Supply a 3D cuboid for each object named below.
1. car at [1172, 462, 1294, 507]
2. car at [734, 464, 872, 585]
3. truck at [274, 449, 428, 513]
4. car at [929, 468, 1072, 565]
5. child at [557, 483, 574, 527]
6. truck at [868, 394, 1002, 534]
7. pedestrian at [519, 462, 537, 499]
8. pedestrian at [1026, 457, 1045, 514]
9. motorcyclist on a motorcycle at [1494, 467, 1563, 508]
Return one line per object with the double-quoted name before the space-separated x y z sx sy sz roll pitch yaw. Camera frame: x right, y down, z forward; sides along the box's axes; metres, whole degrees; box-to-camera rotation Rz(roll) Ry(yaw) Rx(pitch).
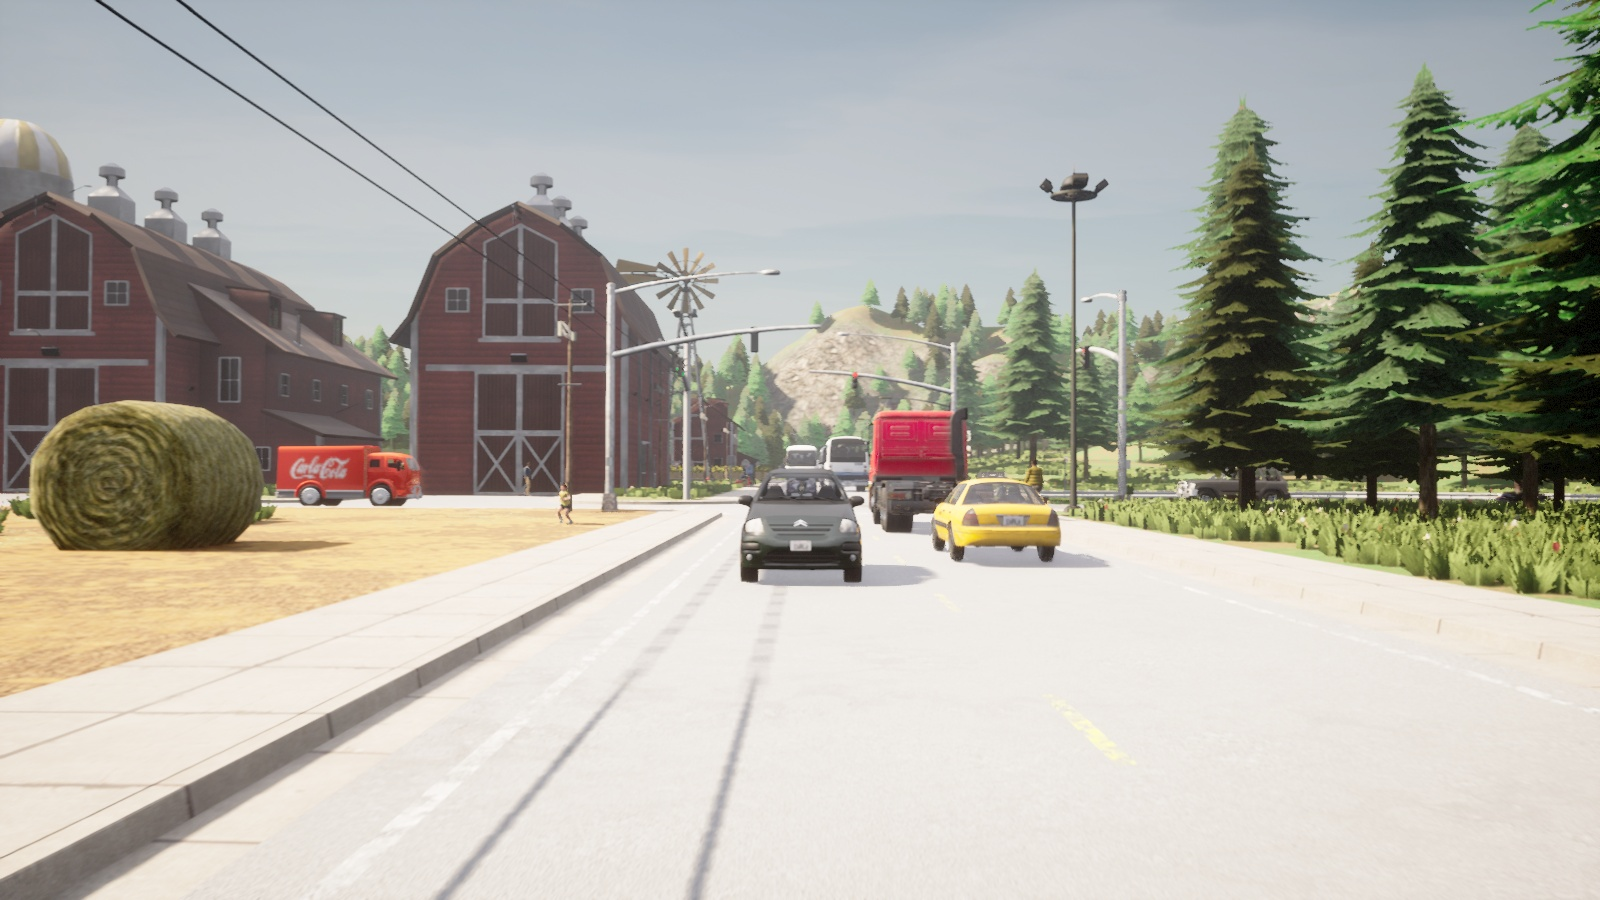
"car" 18.627 1.469 54.148 4.605 1.855 1.932 0 -1 -1
"car" 0.039 1.037 18.912 1.851 1.617 3.988 0 -1 0
"truck" -17.809 1.216 50.067 5.204 2.467 2.627 0 -1 -1
"car" 3.548 1.138 23.183 1.801 1.575 5.366 0 -1 0
"child" -6.008 1.400 32.180 0.255 1.110 0.394 -1 -1 24
"truck" 3.569 0.421 35.103 2.891 3.462 7.936 0 -1 0
"pedestrian" -14.347 1.616 66.275 0.788 1.949 0.423 0 -1 13
"pedestrian" 7.658 1.142 40.808 0.431 1.840 0.709 0 -1 -4
"motorcyclist on a motorcycle" 29.457 1.506 50.820 2.350 1.649 0.766 0 -1 -1
